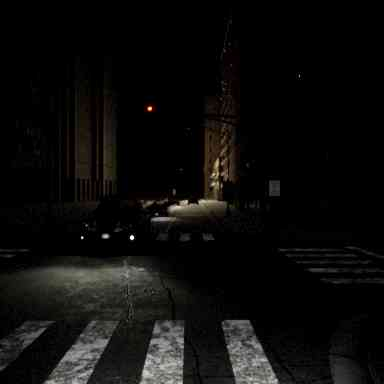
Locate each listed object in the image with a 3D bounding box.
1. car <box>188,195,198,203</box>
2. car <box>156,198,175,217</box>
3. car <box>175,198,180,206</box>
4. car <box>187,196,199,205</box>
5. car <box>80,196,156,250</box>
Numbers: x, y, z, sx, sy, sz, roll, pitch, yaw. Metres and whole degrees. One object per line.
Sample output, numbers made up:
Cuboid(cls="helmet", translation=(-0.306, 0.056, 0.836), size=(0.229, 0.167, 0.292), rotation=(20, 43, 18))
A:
Cuboid(cls="car", translation=(0.208, 1.476, 67.846), size=(1.882, 1.535, 5.008), rotation=(0, 0, 0))
Cuboid(cls="car", translation=(-3.049, 1.548, 31.543), size=(2.033, 1.411, 5.357), rotation=(0, 0, 0))
Cuboid(cls="car", translation=(-2.962, 1.601, 53.812), size=(1.895, 1.301, 4.718), rotation=(0, 0, 1))
Cuboid(cls="car", translation=(0.196, 1.525, 57.937), size=(1.812, 1.442, 4.674), rotation=(0, 0, 0))
Cuboid(cls="car", translation=(-3.079, 1.224, 14.636), size=(2.150, 2.045, 5.566), rotation=(0, 0, 0))
